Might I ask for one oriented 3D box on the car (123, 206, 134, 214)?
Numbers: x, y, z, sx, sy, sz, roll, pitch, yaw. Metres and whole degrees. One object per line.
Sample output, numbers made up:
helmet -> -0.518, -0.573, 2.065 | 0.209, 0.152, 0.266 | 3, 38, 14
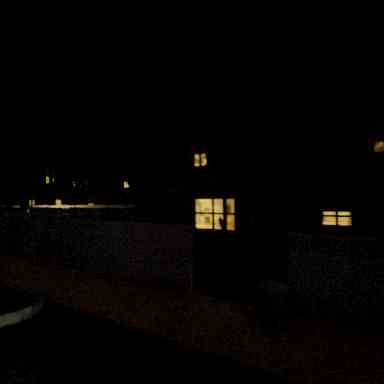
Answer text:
car -> -5.623, 2.132, 32.901 | 1.882, 1.535, 5.008 | -1, -2, 36
